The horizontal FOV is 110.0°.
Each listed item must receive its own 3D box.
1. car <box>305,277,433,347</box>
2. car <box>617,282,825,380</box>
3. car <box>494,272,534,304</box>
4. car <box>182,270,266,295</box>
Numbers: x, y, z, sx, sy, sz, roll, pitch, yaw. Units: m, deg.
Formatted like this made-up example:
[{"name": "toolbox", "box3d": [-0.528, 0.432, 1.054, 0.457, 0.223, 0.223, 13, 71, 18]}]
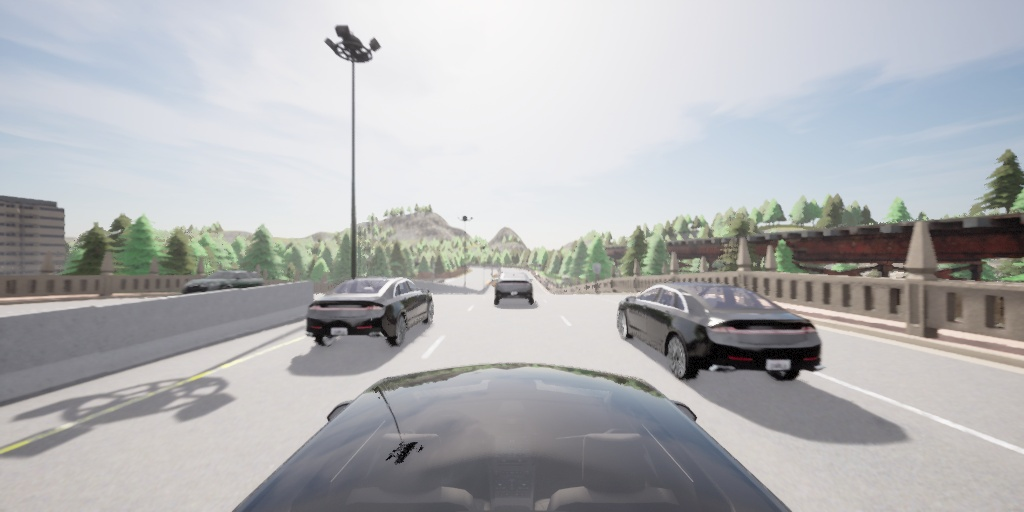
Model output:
[{"name": "car", "box3d": [-3.403, 1.299, 9.485, 2.128, 1.511, 4.902, 0, -1, 0]}, {"name": "car", "box3d": [3.597, 1.273, 7.272, 2.128, 1.511, 4.902, 0, 0, 0]}, {"name": "car", "box3d": [0.093, 1.609, 18.662, 2.128, 1.511, 4.902, 0, -3, 0]}, {"name": "car", "box3d": [-17.604, 1.683, 22.214, 2.097, 1.767, 4.553, 0, -4, 0]}]
